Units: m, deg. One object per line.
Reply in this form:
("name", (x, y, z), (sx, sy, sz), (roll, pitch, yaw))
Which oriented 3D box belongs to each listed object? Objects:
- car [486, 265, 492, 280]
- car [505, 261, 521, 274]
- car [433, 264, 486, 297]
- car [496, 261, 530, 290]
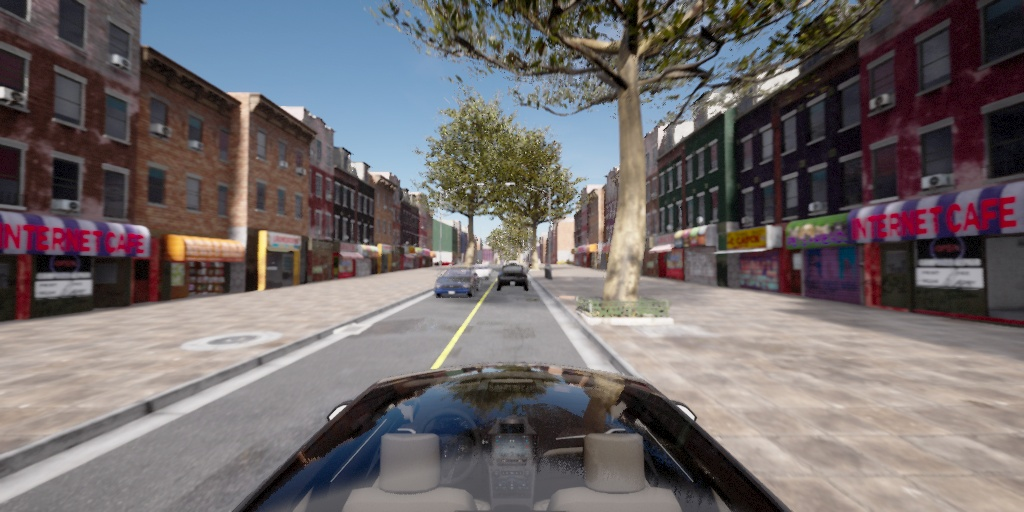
("car", (-2.771, 1.387, 31.131), (1.895, 1.301, 4.718), (0, 0, 1))
("car", (0.115, 1.356, 44.541), (1.812, 1.442, 4.674), (0, 0, 0))
("car", (-2.772, 1.313, 19.210), (2.033, 1.411, 5.357), (0, 0, 1))
("car", (0.057, 1.276, 22.527), (1.837, 1.490, 4.892), (0, 0, 1))
